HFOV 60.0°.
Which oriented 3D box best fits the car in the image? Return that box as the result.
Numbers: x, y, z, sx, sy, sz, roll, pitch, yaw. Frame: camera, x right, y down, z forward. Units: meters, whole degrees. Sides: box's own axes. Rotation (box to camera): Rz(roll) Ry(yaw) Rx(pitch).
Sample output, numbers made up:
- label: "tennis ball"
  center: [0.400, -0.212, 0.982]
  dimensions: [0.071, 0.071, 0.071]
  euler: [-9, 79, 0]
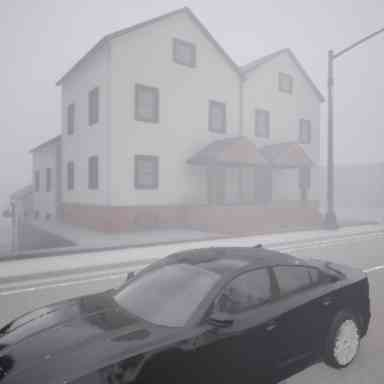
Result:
- label: "car"
  center: [0.267, 1.489, 4.177]
  dimensions: [5.008, 1.535, 1.882]
  euler: [0, 0, -35]
